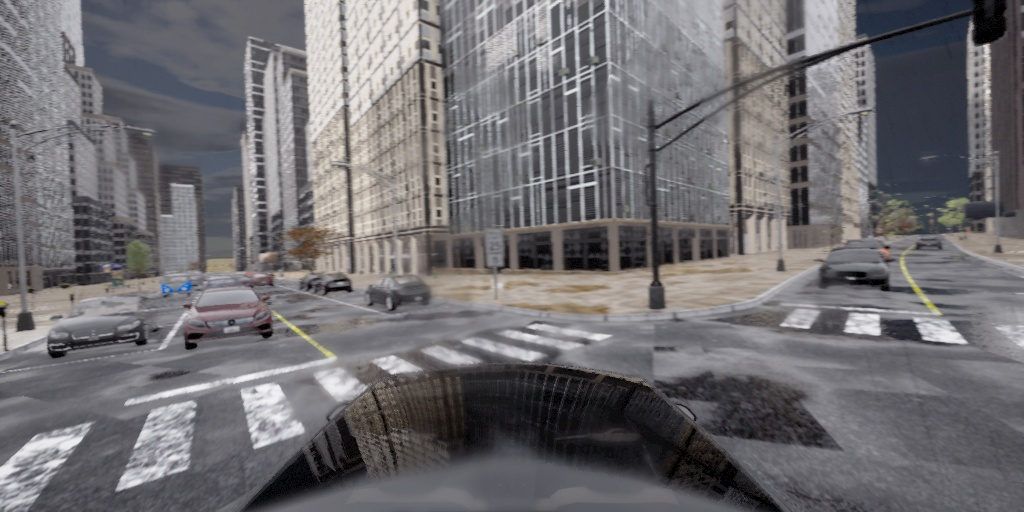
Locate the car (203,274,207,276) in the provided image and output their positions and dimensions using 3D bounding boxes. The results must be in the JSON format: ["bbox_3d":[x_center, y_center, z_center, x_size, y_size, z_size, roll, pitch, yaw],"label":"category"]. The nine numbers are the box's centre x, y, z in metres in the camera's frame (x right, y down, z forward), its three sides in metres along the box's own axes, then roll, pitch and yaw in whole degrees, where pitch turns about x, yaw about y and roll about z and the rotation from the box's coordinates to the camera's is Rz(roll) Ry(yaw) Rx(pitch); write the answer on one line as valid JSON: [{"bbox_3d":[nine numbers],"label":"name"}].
[{"bbox_3d":[-21.491,2.246,26.556,1.812,1.442,4.674,-3,0,-39],"label":"car"}]

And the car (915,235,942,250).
[{"bbox_3d":[44.793,-1.473,38.539,4.902,1.511,2.128,-3,2,-40],"label":"car"}]

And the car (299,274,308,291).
[{"bbox_3d":[-15.737,2.000,28.700,1.948,1.339,4.313,0,0,-40],"label":"car"}]

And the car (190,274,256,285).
[{"bbox_3d":[-14.762,1.903,18.377,2.128,1.511,4.902,-3,0,-39],"label":"car"}]

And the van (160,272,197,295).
[{"bbox_3d":[-25.769,2.269,27.705,1.690,1.789,3.998,0,0,-40],"label":"van"}]

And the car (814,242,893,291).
[{"bbox_3d":[13.179,0.404,13.823,4.892,1.490,1.837,-4,2,-45],"label":"car"}]

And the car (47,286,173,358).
[{"bbox_3d":[-11.464,1.821,10.348,2.007,1.370,4.403,0,0,-40],"label":"car"}]

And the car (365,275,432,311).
[{"bbox_3d":[-5.008,1.493,15.683,2.007,1.370,4.403,0,0,-40],"label":"car"}]

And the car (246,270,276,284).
[{"bbox_3d":[-24.775,2.388,35.466,1.812,1.442,4.674,-3,0,-39],"label":"car"}]

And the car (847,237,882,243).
[{"bbox_3d":[20.059,-0.175,20.507,4.553,1.767,2.097,-4,2,-43],"label":"car"}]

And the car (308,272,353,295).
[{"bbox_3d":[-12.161,1.836,24.361,1.948,1.339,4.313,0,0,-40],"label":"car"}]

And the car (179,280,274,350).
[{"bbox_3d":[-8.495,1.650,10.773,1.812,1.442,4.674,-3,0,-39],"label":"car"}]

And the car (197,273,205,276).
[{"bbox_3d":[-36.497,2.981,40.721,2.007,1.370,4.403,0,0,-40],"label":"car"}]
